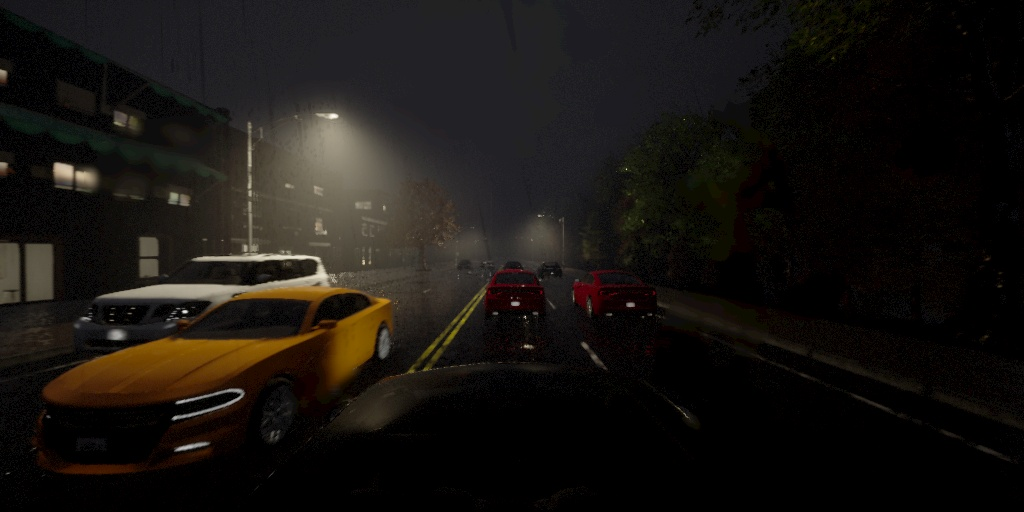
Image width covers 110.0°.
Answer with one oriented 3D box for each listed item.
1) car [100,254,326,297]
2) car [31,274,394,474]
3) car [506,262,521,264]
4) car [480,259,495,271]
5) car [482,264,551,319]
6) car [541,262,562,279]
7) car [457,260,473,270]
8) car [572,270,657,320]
[{"bbox_3d":[-6.600,0.970,8.744,2.150,2.045,5.566,0,0,0],"label":"car"},{"bbox_3d":[-3.352,1.227,5.351,1.882,1.535,5.008,0,0,0],"label":"car"},{"bbox_3d":[0.100,1.250,32.615,1.837,1.490,4.892,0,0,0],"label":"car"},{"bbox_3d":[-3.442,1.237,50.373,2.128,1.511,4.902,0,0,-1],"label":"car"},{"bbox_3d":[0.099,1.226,12.801,1.882,1.535,5.008,0,0,0],"label":"car"},{"bbox_3d":[3.351,1.237,32.272,2.128,1.511,4.902,0,0,0],"label":"car"},{"bbox_3d":[-6.704,1.270,51.560,1.812,1.442,4.674,0,0,-1],"label":"car"},{"bbox_3d":[3.350,1.226,12.594,1.882,1.535,5.008,0,0,0],"label":"car"}]
